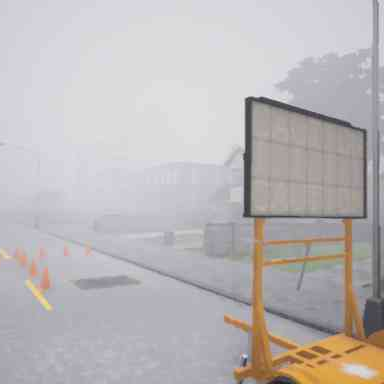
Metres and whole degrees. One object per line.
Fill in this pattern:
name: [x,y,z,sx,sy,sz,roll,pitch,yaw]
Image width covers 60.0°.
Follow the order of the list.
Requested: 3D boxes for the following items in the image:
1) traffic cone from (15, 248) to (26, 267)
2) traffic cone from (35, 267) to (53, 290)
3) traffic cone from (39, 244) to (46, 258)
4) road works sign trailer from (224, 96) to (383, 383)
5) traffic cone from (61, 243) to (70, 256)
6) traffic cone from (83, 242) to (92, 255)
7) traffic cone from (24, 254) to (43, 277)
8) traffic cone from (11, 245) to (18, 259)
traffic cone: [-6.272,2.461,12.398,0.340,0.580,0.340,3,-4,-34]
traffic cone: [-4.005,2.347,9.105,0.340,0.580,0.340,3,-4,-34]
traffic cone: [-6.582,2.568,14.610,0.340,0.580,0.340,3,-4,-34]
road works sign trailer: [1.398,0.741,4.378,2.380,3.560,2.880,3,-4,-34]
traffic cone: [-5.758,2.618,15.175,0.340,0.580,0.340,3,-4,-34]
traffic cone: [-4.935,2.667,15.740,0.340,0.580,0.340,3,-4,-34]
traffic cone: [-5.139,2.404,10.751,0.340,0.580,0.340,3,-4,-34]
traffic cone: [-7.405,2.519,14.045,0.340,0.580,0.340,3,-4,-34]
